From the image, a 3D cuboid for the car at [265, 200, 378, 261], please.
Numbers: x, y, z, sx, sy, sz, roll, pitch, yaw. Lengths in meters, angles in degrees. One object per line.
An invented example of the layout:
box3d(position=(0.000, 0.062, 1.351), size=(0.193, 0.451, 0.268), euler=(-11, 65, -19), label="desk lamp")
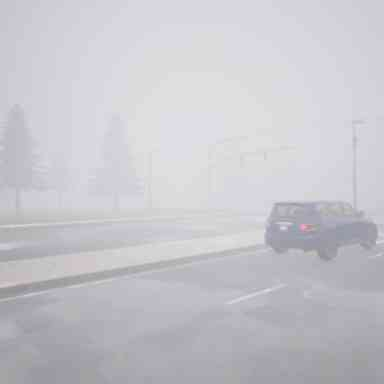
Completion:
box3d(position=(5.156, 1.314, 13.001), size=(5.566, 2.045, 2.150), euler=(0, -1, -40), label="car")
